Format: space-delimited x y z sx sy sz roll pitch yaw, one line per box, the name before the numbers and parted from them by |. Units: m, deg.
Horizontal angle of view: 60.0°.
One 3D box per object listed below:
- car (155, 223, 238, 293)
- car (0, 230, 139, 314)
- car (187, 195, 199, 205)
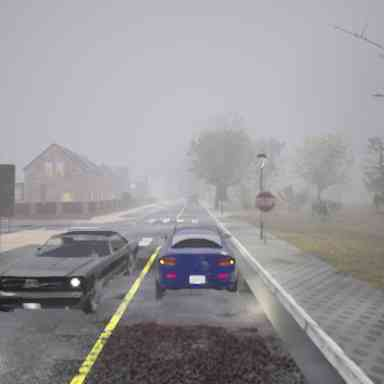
car | 0.106 1.564 8.853 1.812 1.442 4.674 0 0 0
car | -2.618 1.634 7.836 1.895 1.301 4.718 0 0 3
car | 0.226 1.634 68.542 2.150 2.045 5.566 0 0 0
